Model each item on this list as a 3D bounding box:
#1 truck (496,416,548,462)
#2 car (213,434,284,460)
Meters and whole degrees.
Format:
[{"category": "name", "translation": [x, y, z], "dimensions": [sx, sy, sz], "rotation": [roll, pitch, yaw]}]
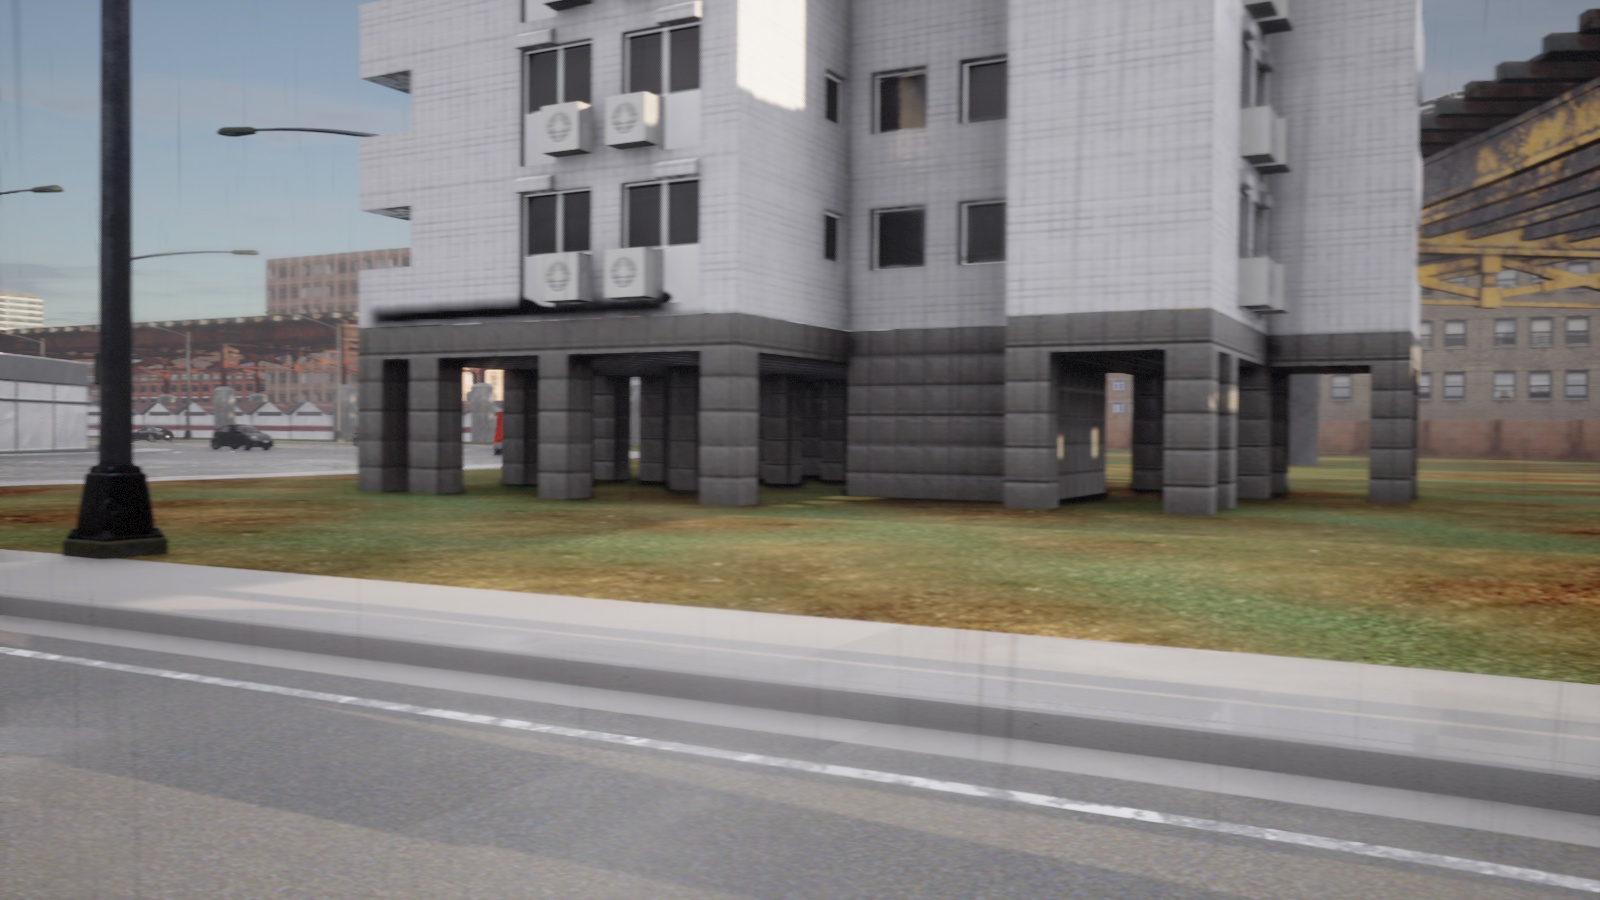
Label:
[{"category": "truck", "translation": [-15.522, -0.641, 70.301], "dimensions": [2.627, 2.467, 5.204], "rotation": [0, 1, -10]}, {"category": "car", "translation": [-34.450, -0.196, 78.399], "dimensions": [3.988, 1.617, 1.851], "rotation": [0, 1, 25]}]
